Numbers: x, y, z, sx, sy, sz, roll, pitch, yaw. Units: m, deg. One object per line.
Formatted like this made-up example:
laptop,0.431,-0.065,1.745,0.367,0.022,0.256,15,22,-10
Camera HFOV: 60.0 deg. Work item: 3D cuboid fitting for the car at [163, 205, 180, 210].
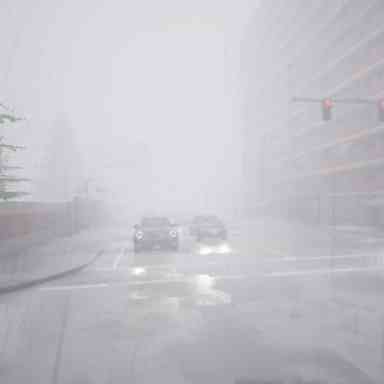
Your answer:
car,-3.723,3.467,55.804,2.097,1.767,4.553,-1,-2,-8

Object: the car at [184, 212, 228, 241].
car,0.982,2.278,21.892,2.128,1.511,4.902,-1,-2,-8

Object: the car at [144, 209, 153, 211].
car,-4.397,2.884,34.935,1.837,1.490,4.892,-1,-2,-8

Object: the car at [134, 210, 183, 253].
car,-1.916,2.046,17.399,2.097,1.767,4.553,-1,-2,-8

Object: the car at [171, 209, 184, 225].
car,-0.926,2.846,35.462,1.812,1.442,4.674,-1,-1,-8
